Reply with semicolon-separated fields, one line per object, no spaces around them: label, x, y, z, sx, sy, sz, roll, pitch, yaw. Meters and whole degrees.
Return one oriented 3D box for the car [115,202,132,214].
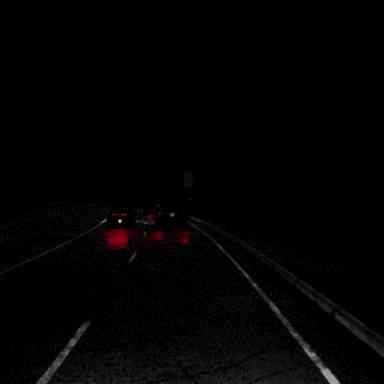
car;-8.587;1.983;41.401;1.895;1.301;4.718;0;-1;-15

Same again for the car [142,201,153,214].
car;-5.070;1.878;41.691;2.128;1.511;4.902;0;-1;-14

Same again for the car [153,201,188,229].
car;-1.561;1.574;23.872;2.097;1.767;4.553;0;-1;-7

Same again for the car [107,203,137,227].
car;-5.225;1.736;24.900;1.837;1.490;4.892;0;-1;-8
